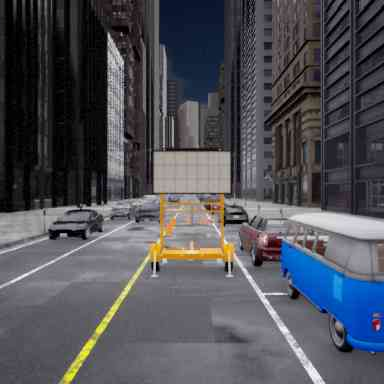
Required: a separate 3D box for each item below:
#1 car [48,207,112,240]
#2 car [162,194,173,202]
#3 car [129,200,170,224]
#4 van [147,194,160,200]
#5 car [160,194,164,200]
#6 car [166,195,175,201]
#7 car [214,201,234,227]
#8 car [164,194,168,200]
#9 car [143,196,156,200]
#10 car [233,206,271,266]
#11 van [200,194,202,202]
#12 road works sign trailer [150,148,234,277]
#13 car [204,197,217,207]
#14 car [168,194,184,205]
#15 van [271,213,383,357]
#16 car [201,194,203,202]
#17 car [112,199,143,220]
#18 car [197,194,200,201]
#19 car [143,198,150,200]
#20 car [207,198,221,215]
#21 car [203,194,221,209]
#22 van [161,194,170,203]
[{"bbox_3d":[-5.757,1.565,17.077,1.947,1.339,4.313,0,0,0],"label":"car"},{"bbox_3d":[-5.741,1.350,78.781,2.192,1.841,5.009,0,0,0],"label":"car"},{"bbox_3d":[-3.092,1.549,25.367,2.033,1.411,5.357,0,0,0],"label":"car"},{"bbox_3d":[-5.750,1.352,45.124,1.690,1.788,3.998,0,0,0],"label":"van"},{"bbox_3d":[-5.749,1.455,50.734,1.967,1.590,4.097,0,0,0],"label":"car"},{"bbox_3d":[-5.738,1.595,90.000,2.008,1.369,4.403,0,0,0],"label":"car"},{"bbox_3d":[2.769,1.567,22.697,1.947,1.339,4.313,0,0,0],"label":"car"},{"bbox_3d":[-5.747,1.333,56.343,2.192,1.841,5.009,0,0,0],"label":"car"},{"bbox_3d":[-5.752,1.533,39.345,1.752,1.417,4.829,0,0,0],"label":"car"},{"bbox_3d":[2.767,1.439,11.479,1.967,1.590,4.097,0,0,0],"label":"car"},{"bbox_3d":[2.780,1.363,61.961,1.690,1.788,3.998,0,0,0],"label":"van"},{"bbox_3d":[0.003,0.463,10.205,2.380,3.560,2.880,0,0,0],"label":"road works sign trailer"},{"bbox_3d":[2.777,1.540,50.913,1.752,1.417,4.829,0,0,0],"label":"car"},{"bbox_3d":[-2.984,1.567,57.987,2.033,1.411,5.357,0,0,0],"label":"car"},{"bbox_3d":[2.765,1.340,5.870,1.690,1.788,3.998,0,0,0],"label":"van"},{"bbox_3d":[2.775,1.326,45.134,2.192,1.841,5.009,0,0,0],"label":"car"},{"bbox_3d":[-5.754,1.553,28.296,2.008,1.369,4.403,0,0,0],"label":"car"},{"bbox_3d":[2.783,1.345,73.180,2.192,1.841,5.009,0,0,0],"label":"car"},{"bbox_3d":[-5.753,1.587,33.905,1.802,1.307,4.206,0,0,0],"label":"car"},{"bbox_3d":[2.772,1.587,33.916,1.802,1.307,4.206,0,0,0],"label":"car"},{"bbox_3d":[2.774,1.323,39.525,2.192,1.841,5.009,0,0,0],"label":"car"},{"bbox_3d":[-5.743,1.371,73.172,1.690,1.788,3.998,0,0,0],"label":"van"}]
